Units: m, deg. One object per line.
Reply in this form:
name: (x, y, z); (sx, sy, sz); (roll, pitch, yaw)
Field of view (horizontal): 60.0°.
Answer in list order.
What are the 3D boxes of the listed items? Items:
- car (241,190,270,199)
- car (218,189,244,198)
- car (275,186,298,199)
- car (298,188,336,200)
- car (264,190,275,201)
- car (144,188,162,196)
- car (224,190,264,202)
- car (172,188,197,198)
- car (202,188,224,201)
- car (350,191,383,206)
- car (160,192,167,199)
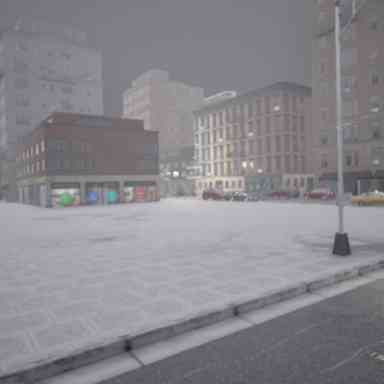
car: (10.047, 0.330, 52.706); (1.947, 1.339, 4.313); (-2, 1, -35)
car: (6.700, 0.282, 57.482); (1.752, 1.417, 4.829); (-2, 1, -35)
car: (13.289, 0.087, 48.063); (2.192, 1.841, 5.009); (-2, 1, -35)
car: (16.541, 0.219, 43.428); (1.967, 1.590, 4.097); (-2, 1, -35)
car: (8.430, 0.469, 45.466); (1.837, 1.490, 4.892); (-2, 1, -35)
car: (-9.449, 0.036, 80.525); (2.192, 1.841, 5.009); (-2, 1, -35)
car: (6.726, 0.605, 43.468); (2.008, 1.369, 4.403); (-2, 1, -35)
car: (-1.050, 0.100, 59.140); (2.097, 1.767, 4.553); (-2, 1, -35)
car: (3.471, 0.362, 48.100); (2.192, 1.841, 5.009); (-2, 1, -35)
car: (16.568, 0.602, 29.415); (1.752, 1.417, 4.829); (-2, 1, -35)
car: (-6.267, 0.606, 62.018); (1.802, 1.307, 4.206); (-2, 1, -35)
